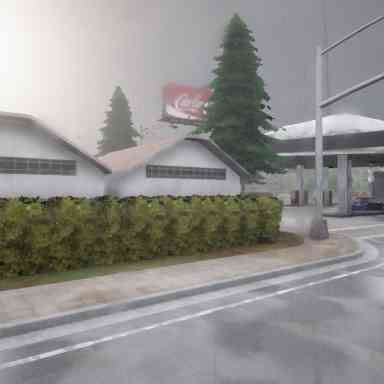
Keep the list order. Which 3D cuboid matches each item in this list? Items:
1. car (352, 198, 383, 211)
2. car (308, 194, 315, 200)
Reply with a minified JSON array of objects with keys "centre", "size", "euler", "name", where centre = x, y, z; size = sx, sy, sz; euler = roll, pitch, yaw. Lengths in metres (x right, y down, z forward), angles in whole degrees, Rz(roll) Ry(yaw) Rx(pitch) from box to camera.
[{"centre":[20.814,1.480,39.371],"size":[4.611,1.667,2.242],"euler":[0,0,-36],"name":"car"},{"centre":[31.815,1.330,88.879],"size":[2.152,1.636,5.027],"euler":[0,0,-36],"name":"car"}]
